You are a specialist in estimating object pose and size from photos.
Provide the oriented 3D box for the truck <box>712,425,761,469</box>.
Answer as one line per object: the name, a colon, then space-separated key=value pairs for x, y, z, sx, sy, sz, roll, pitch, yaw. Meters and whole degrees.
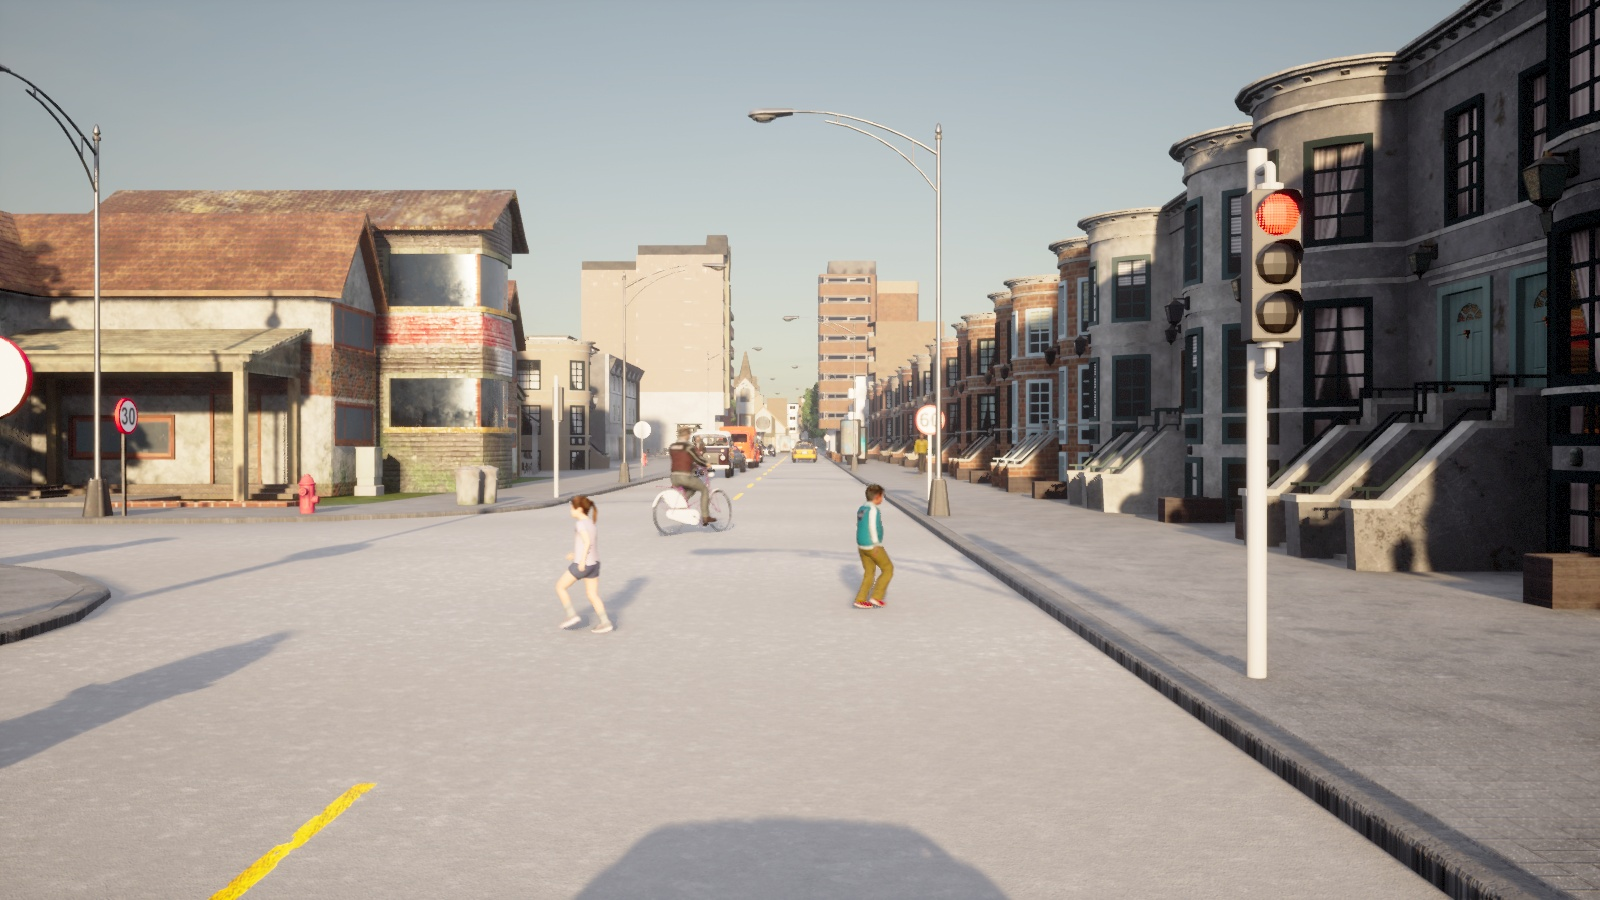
truck: x=-3.732 y=-0.154 z=74.551 sx=2.627 sy=2.467 sz=5.204 roll=0 pitch=0 yaw=0

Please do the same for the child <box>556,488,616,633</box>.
child: x=-1.690 y=0.863 z=9.909 sx=0.394 sy=1.110 sz=0.255 roll=0 pitch=0 yaw=19

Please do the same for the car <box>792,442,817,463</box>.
car: x=0.346 y=0.146 z=95.694 sx=1.801 sy=1.575 sz=5.366 roll=0 pitch=0 yaw=0

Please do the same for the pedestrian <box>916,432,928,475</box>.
pedestrian: x=5.236 y=0.155 z=54.081 sx=0.431 sy=1.840 sz=0.709 roll=0 pitch=0 yaw=-2

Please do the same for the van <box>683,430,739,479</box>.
van: x=-3.807 y=0.160 z=54.387 sx=2.069 sy=2.038 sz=4.480 roll=0 pitch=0 yaw=0

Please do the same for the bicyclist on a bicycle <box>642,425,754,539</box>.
bicyclist on a bicycle: x=-1.646 y=0.500 z=20.517 sx=0.659 sy=1.776 sz=1.843 roll=-3 pitch=-1 yaw=40

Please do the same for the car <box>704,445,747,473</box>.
car: x=-3.775 y=0.444 z=64.332 sx=1.994 sy=1.385 sz=4.181 roll=0 pitch=0 yaw=0

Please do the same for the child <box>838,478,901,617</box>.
child: x=0.621 y=0.855 z=11.208 sx=0.448 sy=1.192 sz=0.343 roll=0 pitch=0 yaw=-30
